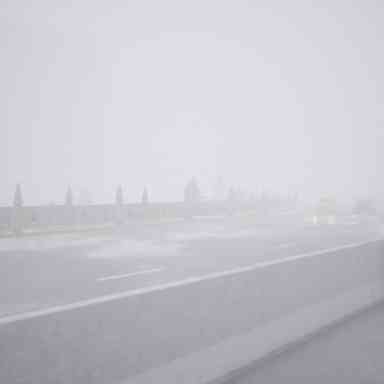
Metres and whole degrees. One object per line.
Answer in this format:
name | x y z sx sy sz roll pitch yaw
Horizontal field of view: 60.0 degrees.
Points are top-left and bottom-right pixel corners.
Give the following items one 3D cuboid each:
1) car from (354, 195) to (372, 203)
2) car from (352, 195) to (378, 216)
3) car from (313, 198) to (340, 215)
car | 33.610 1.429 65.512 1.837 1.490 4.892 0 0 11
car | 17.557 1.391 33.711 2.097 1.767 4.553 0 0 32
car | 14.126 1.406 34.839 2.097 1.767 4.553 0 0 32
